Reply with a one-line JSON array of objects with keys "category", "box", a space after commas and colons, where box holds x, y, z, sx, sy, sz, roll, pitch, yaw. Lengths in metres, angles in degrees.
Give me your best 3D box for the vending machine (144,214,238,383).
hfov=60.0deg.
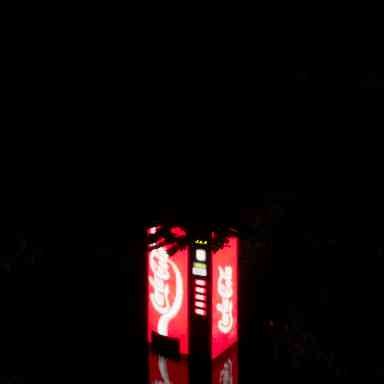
[{"category": "vending machine", "box": [0.012, 1.415, 4.824, 0.880, 2.100, 1.100, 0, 0, 35]}]
